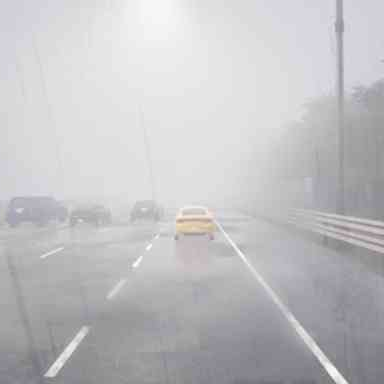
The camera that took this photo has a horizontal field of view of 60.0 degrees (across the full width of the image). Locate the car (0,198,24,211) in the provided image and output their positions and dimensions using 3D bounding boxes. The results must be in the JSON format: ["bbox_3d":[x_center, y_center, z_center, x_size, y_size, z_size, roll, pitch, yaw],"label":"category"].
[{"bbox_3d":[-24.440,1.618,44.281,1.812,1.442,4.674,0,0,1],"label":"car"}]

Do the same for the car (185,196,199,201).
[{"bbox_3d":[0.174,1.503,35.205,1.812,1.442,4.674,0,0,0],"label":"car"}]

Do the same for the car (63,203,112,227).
[{"bbox_3d":[-6.878,1.526,22.950,1.837,1.490,4.892,0,0,0],"label":"car"}]

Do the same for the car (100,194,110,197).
[{"bbox_3d":[-20.503,1.210,78.503,2.128,1.511,4.902,0,1,1],"label":"car"}]

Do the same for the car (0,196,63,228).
[{"bbox_3d":[-10.380,1.260,22.653,2.150,2.045,5.566,0,0,0],"label":"car"}]

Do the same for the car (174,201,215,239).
[{"bbox_3d":[0.109,1.468,17.175,1.882,1.535,5.008,0,0,0],"label":"car"}]

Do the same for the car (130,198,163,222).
[{"bbox_3d":[-3.468,1.354,26.271,2.097,1.767,4.553,0,0,0],"label":"car"}]
